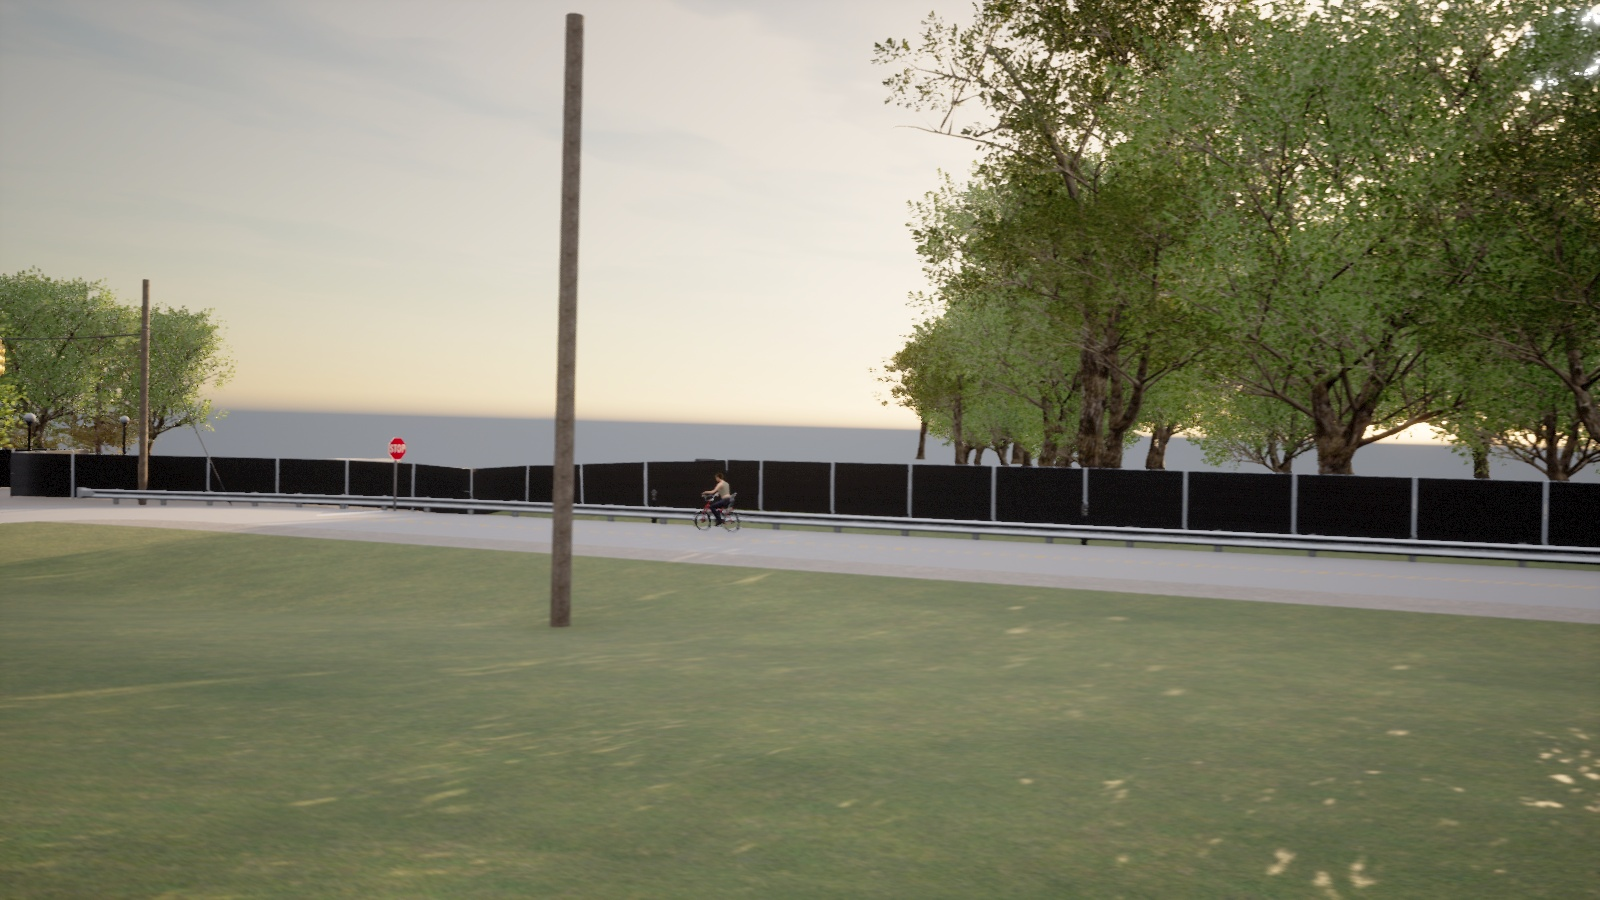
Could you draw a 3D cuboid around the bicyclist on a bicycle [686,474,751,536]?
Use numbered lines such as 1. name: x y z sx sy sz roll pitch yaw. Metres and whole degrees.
1. bicyclist on a bicycle: -2.189 1.457 33.896 1.509 1.612 0.866 0 1 33
